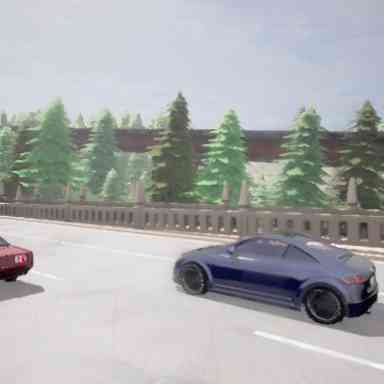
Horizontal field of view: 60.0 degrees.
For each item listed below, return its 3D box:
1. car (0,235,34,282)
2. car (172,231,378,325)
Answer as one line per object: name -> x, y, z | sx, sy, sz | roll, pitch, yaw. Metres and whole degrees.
car -> -6.050, 1.537, 8.310 | 4.718, 1.301, 1.895 | 0, 0, 36
car -> 1.602, 1.549, 7.150 | 4.181, 1.385, 1.994 | 0, 0, 36
